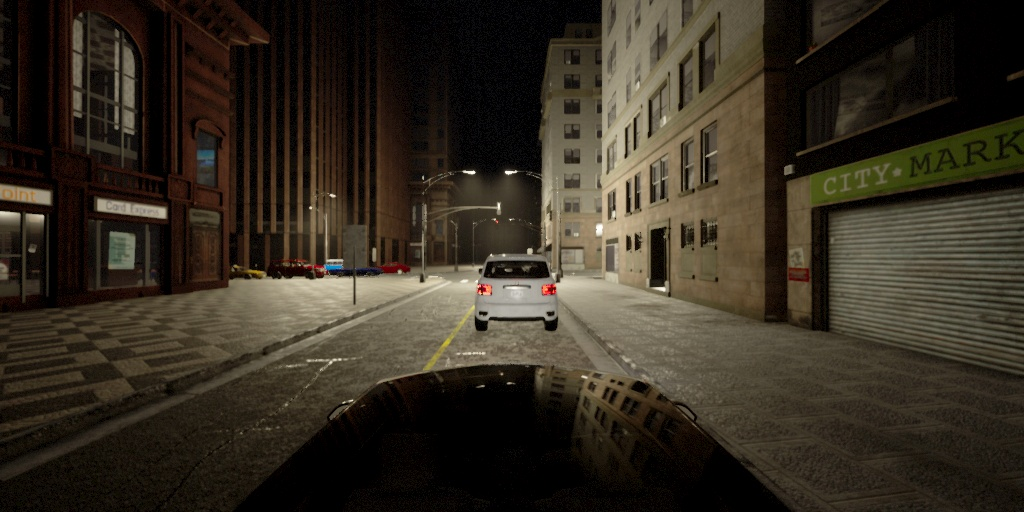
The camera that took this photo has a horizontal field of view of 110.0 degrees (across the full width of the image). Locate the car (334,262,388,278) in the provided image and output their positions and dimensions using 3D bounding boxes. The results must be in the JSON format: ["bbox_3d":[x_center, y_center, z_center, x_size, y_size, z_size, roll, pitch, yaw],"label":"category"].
[{"bbox_3d":[-15.183,1.491,35.339,4.718,1.301,1.895,-1,0,0],"label":"car"}]

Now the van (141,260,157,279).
[{"bbox_3d":[-30.857,1.409,32.831,3.998,1.789,1.690,0,0,0],"label":"van"}]

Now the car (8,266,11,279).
[{"bbox_3d":[-47.730,1.823,32.899,4.403,1.370,2.007,0,0,0],"label":"car"}]

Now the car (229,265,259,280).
[{"bbox_3d":[-25.063,1.526,32.808,4.829,1.417,1.751,0,0,0],"label":"car"}]

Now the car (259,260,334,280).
[{"bbox_3d":[-19.609,1.248,32.786,5.009,1.841,2.192,0,0,0],"label":"car"}]

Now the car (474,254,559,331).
[{"bbox_3d":[0.104,0.966,11.090,2.150,2.045,5.566,0,0,0],"label":"car"}]

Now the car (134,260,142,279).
[{"bbox_3d":[-37.055,1.375,35.441,5.566,2.045,2.150,-1,0,0],"label":"car"}]

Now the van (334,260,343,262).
[{"bbox_3d":[-19.584,1.308,41.312,3.998,1.789,1.690,0,0,0],"label":"van"}]

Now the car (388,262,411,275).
[{"bbox_3d":[-13.960,1.444,41.289,4.507,1.381,1.888,0,0,0],"label":"car"}]

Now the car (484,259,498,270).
[{"bbox_3d":[-3.059,1.227,52.967,1.812,1.442,4.674,0,0,0],"label":"car"}]
